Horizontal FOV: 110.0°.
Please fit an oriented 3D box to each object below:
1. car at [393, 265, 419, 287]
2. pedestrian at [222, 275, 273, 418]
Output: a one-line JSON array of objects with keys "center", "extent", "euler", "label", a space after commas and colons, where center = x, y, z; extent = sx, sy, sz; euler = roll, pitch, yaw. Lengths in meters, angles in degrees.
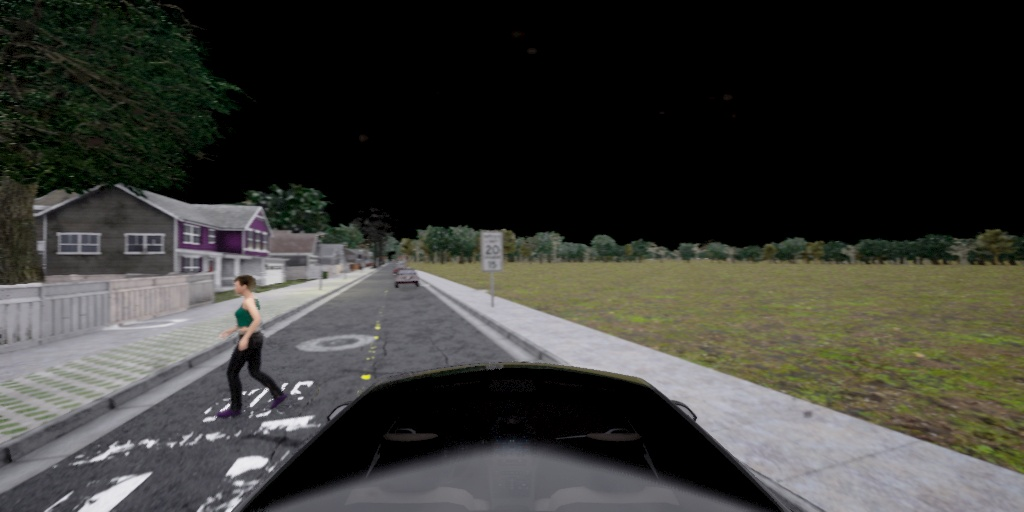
[{"center": [-8.672, 1.745, 29.511], "extent": [2.033, 1.411, 5.357], "euler": [0, -1, -18], "label": "car"}, {"center": [-3.456, 1.124, 4.710], "extent": [0.375, 1.860, 0.375], "euler": [0, -2, -18], "label": "pedestrian"}]
